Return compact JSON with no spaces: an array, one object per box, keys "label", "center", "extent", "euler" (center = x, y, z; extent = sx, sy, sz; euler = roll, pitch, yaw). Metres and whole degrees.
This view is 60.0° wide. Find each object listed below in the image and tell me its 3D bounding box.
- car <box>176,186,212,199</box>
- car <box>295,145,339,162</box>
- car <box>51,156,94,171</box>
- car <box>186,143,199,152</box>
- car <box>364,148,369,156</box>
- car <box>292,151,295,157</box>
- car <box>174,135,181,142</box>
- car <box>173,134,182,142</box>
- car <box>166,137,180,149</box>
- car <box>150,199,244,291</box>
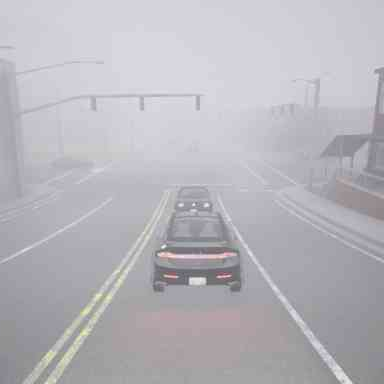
[{"label":"car","center":[0.092,0.329,18.037],"extent":[1.895,1.301,4.718],"euler":[0,8,0]},{"label":"car","center":[15.821,-4.735,41.500],"extent":[4.553,1.767,2.097],"euler":[0,12,0]},{"label":"car","center":[-12.427,-3.002,34.617],"extent":[4.181,1.385,1.994],"euler":[0,12,0]},{"label":"car","center":[0.063,-7.403,54.623],"extent":[1.994,1.385,4.181],"euler":[0,12,1]},{"label":"car","center":[26.315,-5.607,44.852],"extent":[5.566,2.045,2.150],"euler":[0,12,0]},{"label":"car","center":[15.988,-5.487,44.918],"extent":[4.553,1.767,2.097],"euler":[0,12,0]},{"label":"car","center":[-3.469,-10.615,69.174],"extent":[1.994,1.385,4.181],"euler":[0,12,0]},{"label":"car","center":[-3.465,-12.831,79.005],"extent":[1.837,1.490,4.892],"euler":[0,12,0]},{"label":"car","center":[-3.543,-8.503,59.351],"extent":[1.837,1.490,4.892],"euler":[0,12,0]},{"label":"car","center":[0.103,1.221,8.333],"extent":[2.128,1.511,4.902],"euler":[0,4,0]}]
